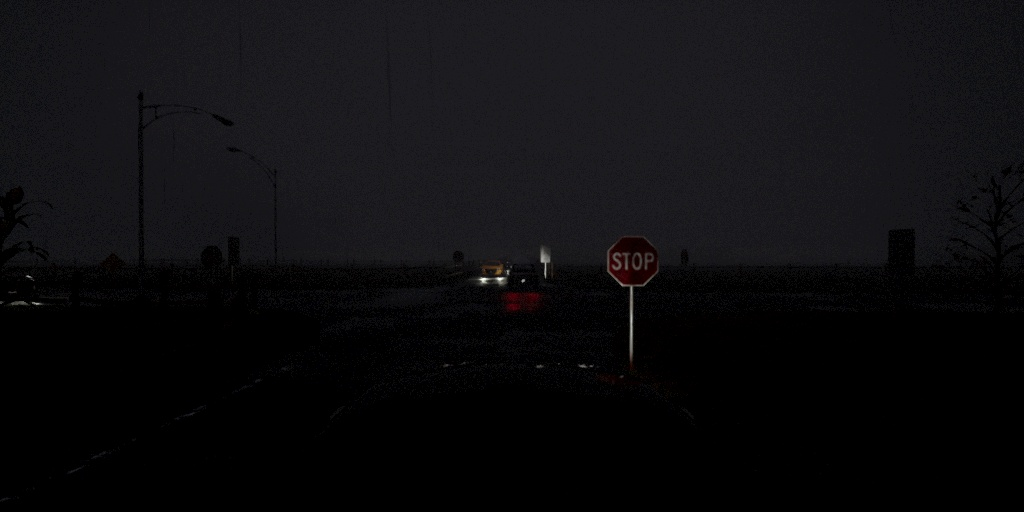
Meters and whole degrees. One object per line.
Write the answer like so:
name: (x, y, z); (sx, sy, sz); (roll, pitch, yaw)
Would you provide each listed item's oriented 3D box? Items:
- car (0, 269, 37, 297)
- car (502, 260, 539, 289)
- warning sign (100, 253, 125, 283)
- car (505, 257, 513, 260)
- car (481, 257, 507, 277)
car: (-24.292, 1.021, 15.904); (4.553, 1.767, 2.097); (0, 0, 2)
car: (0.728, 1.216, 23.021); (2.128, 1.511, 4.902); (0, 0, 2)
warning sign: (-23.608, 0.760, 21.189); (1.060, 1.860, 1.300); (0, 0, 2)
car: (-1.330, 1.002, 51.580); (2.097, 1.767, 4.553); (0, 0, 2)
car: (-1.849, 1.178, 35.117); (1.882, 1.535, 5.008); (0, 0, 2)
